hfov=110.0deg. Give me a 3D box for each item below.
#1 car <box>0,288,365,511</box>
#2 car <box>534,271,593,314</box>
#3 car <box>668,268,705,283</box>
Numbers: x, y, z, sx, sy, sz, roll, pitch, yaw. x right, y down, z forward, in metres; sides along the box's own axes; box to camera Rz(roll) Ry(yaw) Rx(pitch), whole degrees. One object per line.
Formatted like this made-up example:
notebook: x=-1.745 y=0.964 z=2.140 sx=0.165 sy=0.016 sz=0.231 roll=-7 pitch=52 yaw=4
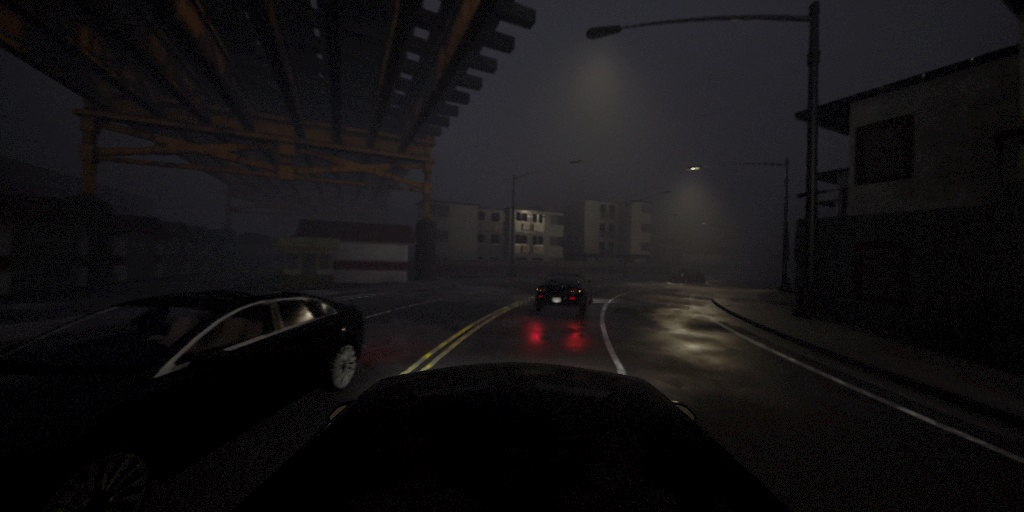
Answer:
car: x=-3.392 y=1.155 z=3.805 sx=2.128 sy=1.511 sz=4.902 roll=1 pitch=0 yaw=4
car: x=2.113 y=1.313 z=14.111 sx=1.812 sy=1.442 sz=4.674 roll=1 pitch=0 yaw=16
car: x=20.620 y=2.308 z=42.346 sx=4.553 sy=1.767 sz=2.097 roll=3 pitch=-1 yaw=-29
